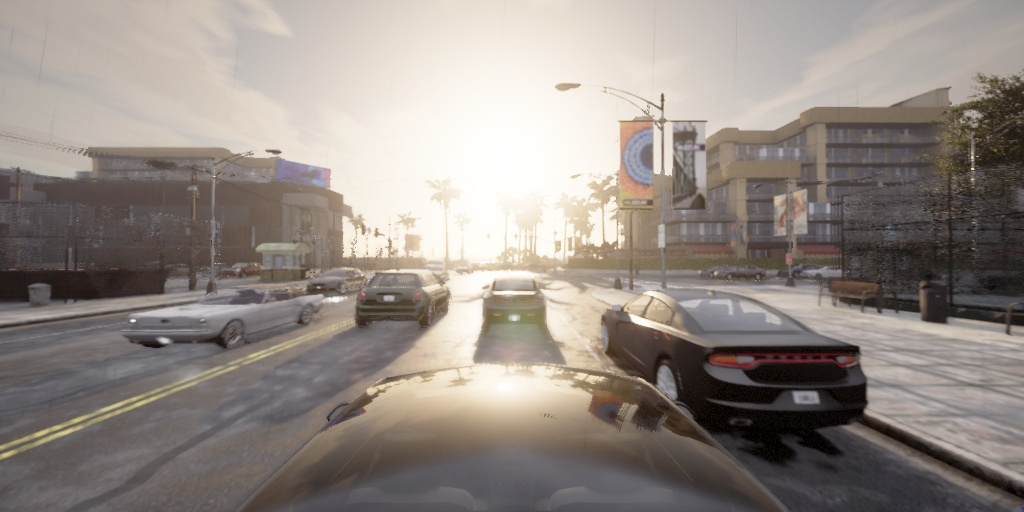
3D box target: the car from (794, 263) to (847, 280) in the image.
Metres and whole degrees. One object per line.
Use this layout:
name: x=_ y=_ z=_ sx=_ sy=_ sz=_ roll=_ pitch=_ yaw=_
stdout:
car: x=32.273 y=1.711 z=36.834 sx=4.674 sy=1.442 sz=1.812 roll=0 pitch=-1 yaw=0

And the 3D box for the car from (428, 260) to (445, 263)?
car: x=-10.445 y=1.557 z=49.075 sx=2.150 sy=2.045 sz=5.566 roll=0 pitch=-1 yaw=2

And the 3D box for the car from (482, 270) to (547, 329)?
car: x=0.076 y=1.378 z=11.691 sx=1.837 sy=1.490 sz=4.892 roll=0 pitch=-1 yaw=0

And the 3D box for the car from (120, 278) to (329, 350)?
car: x=-7.102 y=1.448 z=9.540 sx=1.895 sy=1.301 sz=4.718 roll=0 pitch=-1 yaw=0

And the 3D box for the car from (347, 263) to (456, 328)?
car: x=-3.422 y=1.231 z=12.150 sx=2.097 sy=1.767 sz=4.553 roll=0 pitch=-1 yaw=0

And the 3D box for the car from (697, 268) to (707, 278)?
car: x=23.468 y=1.720 z=40.268 sx=4.902 sy=1.511 sz=2.128 roll=0 pitch=-1 yaw=0

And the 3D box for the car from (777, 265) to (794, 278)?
car: x=32.566 y=1.581 z=40.340 sx=4.553 sy=1.767 sz=2.097 roll=0 pitch=-1 yaw=0

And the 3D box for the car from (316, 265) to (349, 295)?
car: x=-10.606 y=1.507 z=22.094 sx=1.837 sy=1.490 sz=4.892 roll=0 pitch=-1 yaw=0

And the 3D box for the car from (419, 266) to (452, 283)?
car: x=-7.105 y=1.696 z=33.894 sx=2.033 sy=1.411 sz=5.357 roll=0 pitch=-1 yaw=0

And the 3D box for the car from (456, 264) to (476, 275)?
car: x=-6.832 y=1.894 z=51.646 sx=1.812 sy=1.442 sz=4.674 roll=0 pitch=-1 yaw=4

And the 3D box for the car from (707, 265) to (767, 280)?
car: x=23.311 y=1.676 z=36.767 sx=4.902 sy=1.511 sz=2.128 roll=0 pitch=-1 yaw=0
